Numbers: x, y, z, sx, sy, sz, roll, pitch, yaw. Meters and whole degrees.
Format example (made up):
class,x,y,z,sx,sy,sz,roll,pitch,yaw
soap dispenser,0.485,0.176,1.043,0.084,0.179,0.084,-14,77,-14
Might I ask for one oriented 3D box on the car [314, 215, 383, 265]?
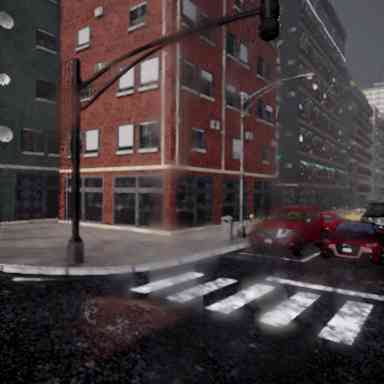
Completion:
class,x,y,z,sx,sy,sz,roll,pitch,yaw
car,6.449,1.834,12.982,1.994,1.385,4.181,1,-1,35

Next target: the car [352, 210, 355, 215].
class,x,y,z,sx,sy,sz,roll,pitch,yaw
car,14.079,2.070,28.255,1.752,1.417,4.829,0,-1,35

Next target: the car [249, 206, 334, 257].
class,x,y,z,sx,sy,sz,roll,pitch,yaw
car,4.302,1.555,14.455,2.192,1.841,5.009,0,-1,35

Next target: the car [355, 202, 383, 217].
class,x,y,z,sx,sy,sz,roll,pitch,yaw
car,11.998,1.665,20.808,2.150,2.045,5.566,1,-1,35

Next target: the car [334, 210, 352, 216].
class,x,y,z,sx,sy,sz,roll,pitch,yaw
car,7.592,1.887,19.098,1.887,1.381,4.507,0,-1,35
